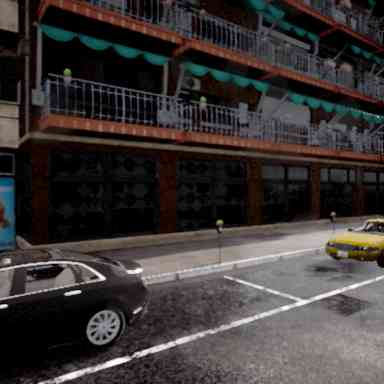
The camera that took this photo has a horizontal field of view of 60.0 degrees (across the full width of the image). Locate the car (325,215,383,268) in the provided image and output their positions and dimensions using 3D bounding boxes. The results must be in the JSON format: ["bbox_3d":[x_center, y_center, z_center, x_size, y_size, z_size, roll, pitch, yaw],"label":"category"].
[{"bbox_3d":[6.356,1.479,11.090,4.829,1.417,1.752,0,0,-35],"label":"car"}]

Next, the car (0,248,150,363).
[{"bbox_3d":[-2.726,1.549,4.612,4.403,1.369,2.008,0,0,-35],"label":"car"}]
